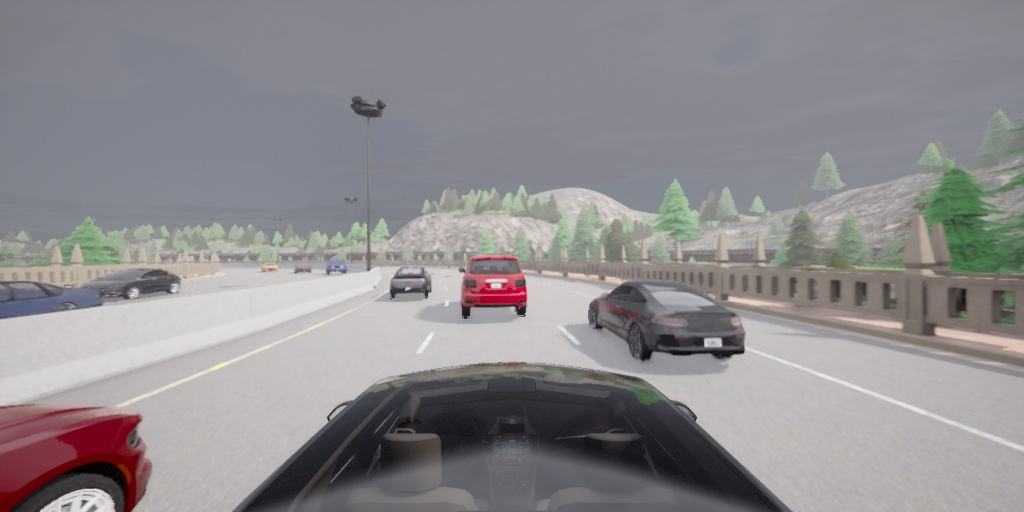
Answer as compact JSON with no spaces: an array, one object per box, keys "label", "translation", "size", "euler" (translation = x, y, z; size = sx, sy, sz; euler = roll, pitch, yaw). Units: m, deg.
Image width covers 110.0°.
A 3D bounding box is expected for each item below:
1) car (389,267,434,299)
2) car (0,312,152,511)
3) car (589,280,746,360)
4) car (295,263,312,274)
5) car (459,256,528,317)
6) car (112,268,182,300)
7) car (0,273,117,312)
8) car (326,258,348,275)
[{"label":"car","translation":[-5.211,1.321,18.843],"size":[2.128,1.511,4.902],"euler":[0,0,-10]},{"label":"car","translation":[-3.529,1.240,0.458],"size":[1.882,1.535,5.008],"euler":[0,0,1]},{"label":"car","translation":[3.186,1.279,8.245],"size":[1.812,1.442,4.674],"euler":[0,0,-4]},{"label":"car","translation":[-28.947,1.656,49.701],"size":[1.882,1.535,5.008],"euler":[0,0,-33]},{"label":"car","translation":[-0.806,1.009,13.536],"size":[2.150,2.045,5.566],"euler":[0,0,-7]},{"label":"car","translation":[-19.622,1.418,18.692],"size":[1.837,1.490,4.892],"euler":[0,0,-13]},{"label":"car","translation":[-14.589,1.390,9.716],"size":[2.033,1.411,5.357],"euler":[0,0,-6]},{"label":"car","translation":[-21.829,1.301,44.642],"size":[2.150,2.045,5.566],"euler":[0,-1,-28]}]
